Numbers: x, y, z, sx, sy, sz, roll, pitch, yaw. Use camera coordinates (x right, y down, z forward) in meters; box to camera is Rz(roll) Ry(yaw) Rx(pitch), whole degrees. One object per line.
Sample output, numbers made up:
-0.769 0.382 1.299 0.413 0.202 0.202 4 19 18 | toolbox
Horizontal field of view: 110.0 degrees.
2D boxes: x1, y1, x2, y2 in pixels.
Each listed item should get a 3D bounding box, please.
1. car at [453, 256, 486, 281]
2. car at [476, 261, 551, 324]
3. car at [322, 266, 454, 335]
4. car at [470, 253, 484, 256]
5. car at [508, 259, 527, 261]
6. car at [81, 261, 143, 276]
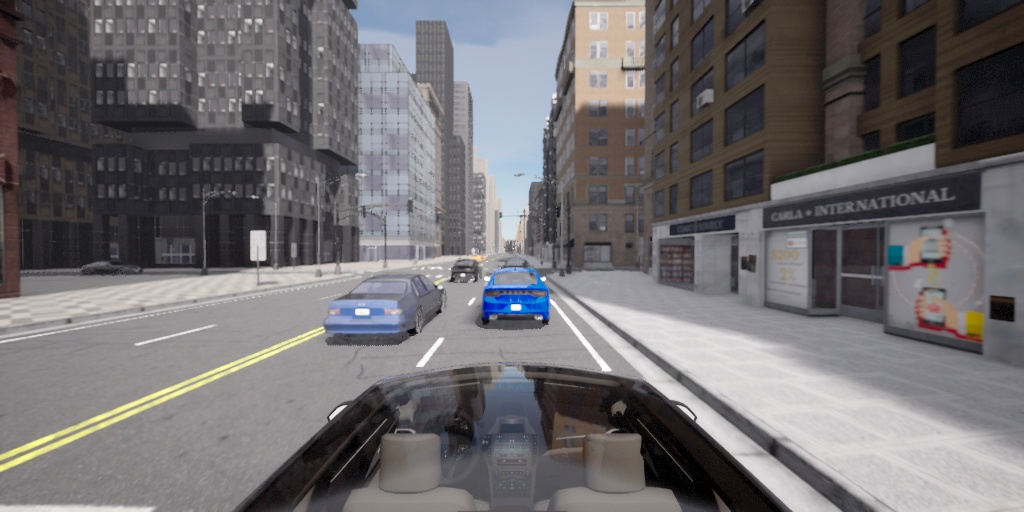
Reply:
-3.154 0.957 25.427 1.837 1.490 4.892 0 1 0 | car
0.100 1.104 11.495 1.882 1.535 5.008 0 1 0 | car
-3.149 1.192 10.043 2.033 1.411 5.357 0 1 0 | car
-6.547 0.460 62.900 1.882 1.535 5.008 0 1 1 | car
0.435 0.922 26.089 1.882 1.535 5.008 0 1 6 | car
-37.818 1.165 33.913 4.674 1.442 1.812 0 1 0 | car
